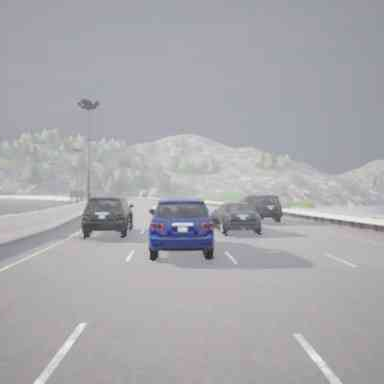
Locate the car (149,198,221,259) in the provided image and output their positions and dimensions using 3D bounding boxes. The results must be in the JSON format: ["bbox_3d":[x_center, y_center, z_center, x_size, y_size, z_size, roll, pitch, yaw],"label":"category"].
[{"bbox_3d":[-0.479,1.241,12.813,2.150,2.045,5.566,0,0,-4],"label":"car"}]

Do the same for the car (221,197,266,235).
[{"bbox_3d":[2.408,1.372,19.217,2.097,1.767,4.553,0,0,-6],"label":"car"}]

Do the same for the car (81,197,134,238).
[{"bbox_3d":[-4.473,1.258,18.176,2.150,2.045,5.566,0,0,-6],"label":"car"}]

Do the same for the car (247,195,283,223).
[{"bbox_3d":[5.140,1.246,25.937,2.150,2.045,5.566,0,0,-8],"label":"car"}]

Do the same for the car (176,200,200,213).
[{"bbox_3d":[-0.529,1.618,37.973,1.994,1.385,4.181,0,0,-11],"label":"car"}]

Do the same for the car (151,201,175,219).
[{"bbox_3d":[-2.767,1.575,30.963,1.812,1.442,4.674,0,0,-10],"label":"car"}]
